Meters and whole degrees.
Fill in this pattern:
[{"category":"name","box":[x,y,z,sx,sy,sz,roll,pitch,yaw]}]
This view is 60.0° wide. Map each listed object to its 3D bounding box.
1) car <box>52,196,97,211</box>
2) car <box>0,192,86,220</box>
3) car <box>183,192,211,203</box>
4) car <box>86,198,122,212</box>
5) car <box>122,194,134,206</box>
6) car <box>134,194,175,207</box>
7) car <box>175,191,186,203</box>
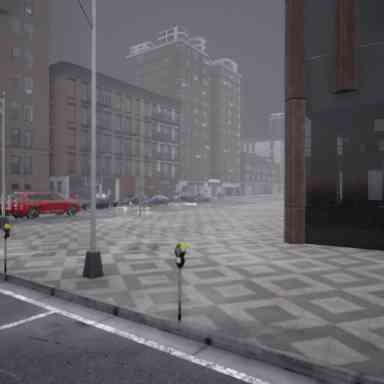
[{"category":"car","box":[-12.724,1.207,36.199,1.994,1.385,4.181,0,1,34]},{"category":"car","box":[-11.602,1.001,26.229,2.150,2.045,5.566,0,1,36]},{"category":"car","box":[1.128,0.961,49.808,1.994,1.385,4.181,0,1,36]},{"category":"car","box":[-10.001,1.257,34.388,1.895,1.301,4.718,0,1,36]},{"category":"car","box":[-7.562,1.026,43.341,1.837,1.490,4.892,0,1,36]},{"category":"car","box":[-4.695,1.057,41.765,1.812,1.442,4.674,0,1,36]},{"category":"car","box":[-1.857,0.742,51.239,2.097,1.767,4.553,0,1,36]}]
